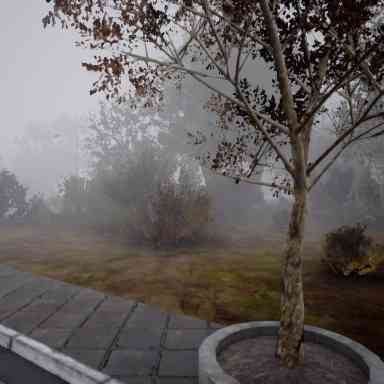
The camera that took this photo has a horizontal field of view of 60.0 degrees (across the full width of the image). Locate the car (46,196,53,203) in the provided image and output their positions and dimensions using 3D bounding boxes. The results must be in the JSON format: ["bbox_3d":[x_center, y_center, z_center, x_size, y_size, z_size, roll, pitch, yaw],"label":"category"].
[{"bbox_3d":[-18.041,1.269,42.232,2.033,1.411,5.357,1,0,32],"label":"car"}]
